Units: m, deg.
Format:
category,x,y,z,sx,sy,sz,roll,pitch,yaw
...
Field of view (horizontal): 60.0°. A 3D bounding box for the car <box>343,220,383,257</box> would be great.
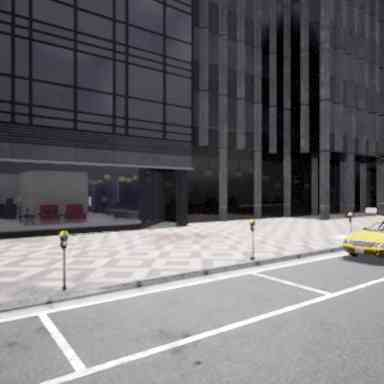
category,x,y,z,sx,sy,sz,roll,pitch,yaw
car,7.361,1.559,12.023,4.829,1.417,1.752,0,-1,-34
